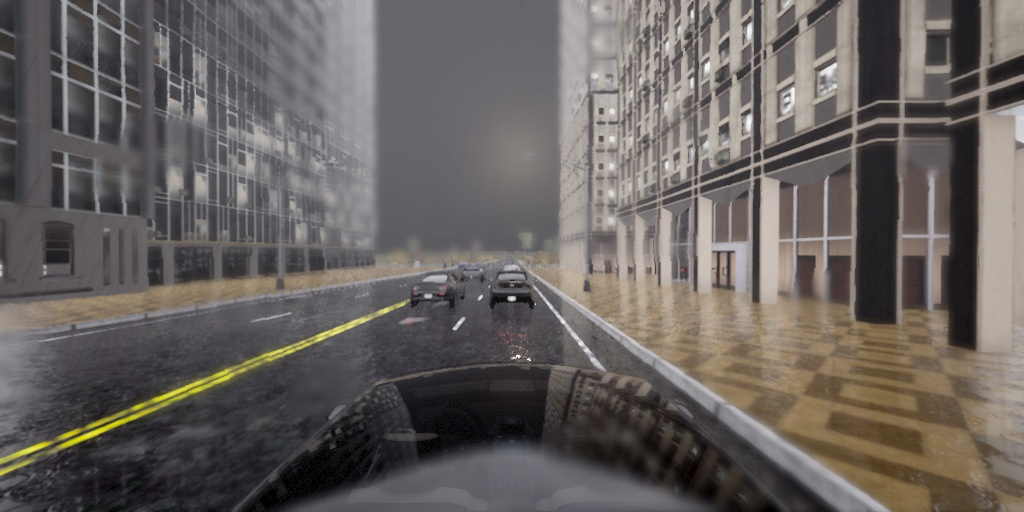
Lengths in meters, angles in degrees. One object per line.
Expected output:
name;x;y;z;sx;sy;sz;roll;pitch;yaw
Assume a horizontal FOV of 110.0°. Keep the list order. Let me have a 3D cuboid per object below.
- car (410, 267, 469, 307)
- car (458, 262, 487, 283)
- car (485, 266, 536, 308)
car;-3.250;1.406;16.234;1.812;1.442;4.674;0;0;0
car;-3.254;1.502;31.133;2.128;1.511;4.902;0;0;0
car;0.000;1.388;16.133;1.837;1.490;4.892;0;0;0
